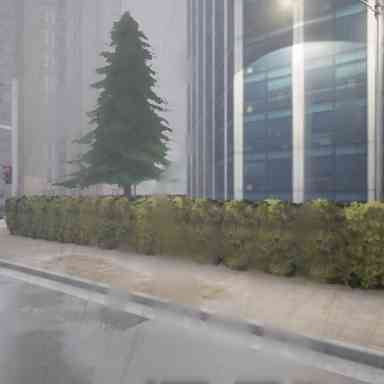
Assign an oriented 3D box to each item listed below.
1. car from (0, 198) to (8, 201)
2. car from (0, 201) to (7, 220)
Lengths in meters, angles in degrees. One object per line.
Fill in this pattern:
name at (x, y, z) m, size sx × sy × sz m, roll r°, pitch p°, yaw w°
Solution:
car at (-18.816, 1.352, 32.047) m, size 2.097 × 1.767 × 4.553 m, roll 0°, pitch 0°, yaw 36°
car at (-15.821, 1.564, 23.895) m, size 1.994 × 1.385 × 4.181 m, roll 0°, pitch 0°, yaw 36°
